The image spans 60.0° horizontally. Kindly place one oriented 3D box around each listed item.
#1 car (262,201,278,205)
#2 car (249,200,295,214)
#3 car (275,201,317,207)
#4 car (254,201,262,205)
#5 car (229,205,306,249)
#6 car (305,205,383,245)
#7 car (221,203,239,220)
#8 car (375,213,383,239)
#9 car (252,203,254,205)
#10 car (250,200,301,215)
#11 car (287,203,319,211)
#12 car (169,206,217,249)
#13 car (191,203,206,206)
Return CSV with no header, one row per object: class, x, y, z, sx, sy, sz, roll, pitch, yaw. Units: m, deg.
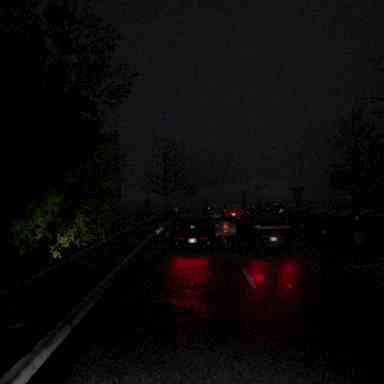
car,8.525,1.497,27.208,4.553,1.767,2.185,1,0,-17
car,9.343,1.765,38.995,4.792,1.488,2.163,1,-1,-15
car,8.239,1.574,21.301,4.892,1.521,2.231,1,-1,-18
car,8.650,1.647,30.148,5.008,1.535,2.097,1,-1,-16
car,3.043,1.538,14.663,2.128,1.511,4.902,0,0,1
car,8.102,1.532,15.388,4.892,1.521,2.231,1,-1,-19
car,3.566,1.679,29.621,1.812,1.442,4.674,0,0,3
car,8.076,1.497,9.475,5.008,1.535,2.097,1,0,-20
car,8.849,1.716,33.091,4.674,1.452,2.002,1,0,-15
car,9.059,1.705,36.042,4.892,1.521,2.231,1,-1,-15
car,8.158,1.552,18.346,4.892,1.521,2.231,1,-1,-18
car,0.043,1.557,14.702,1.837,1.490,4.892,0,0,1
car,0.571,1.699,29.794,2.033,1.411,5.357,0,0,3
